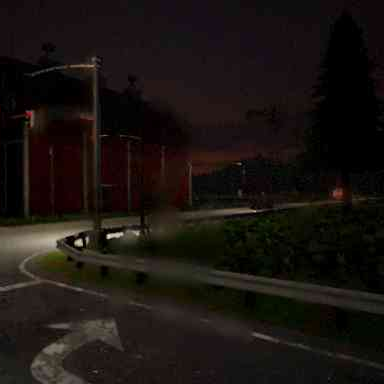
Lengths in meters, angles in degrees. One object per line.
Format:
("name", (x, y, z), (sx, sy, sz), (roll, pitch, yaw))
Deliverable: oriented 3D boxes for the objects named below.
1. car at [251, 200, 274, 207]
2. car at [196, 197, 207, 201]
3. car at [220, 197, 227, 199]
("car", (9.574, 1.807, 45.144), (1.994, 1.385, 4.181), (-1, 0, 37))
("car", (2.063, 2.067, 80.984), (1.816, 1.474, 4.193), (-1, 0, 36))
("car", (8.635, 2.095, 92.108), (1.784, 1.438, 3.905), (-1, 0, 36))
